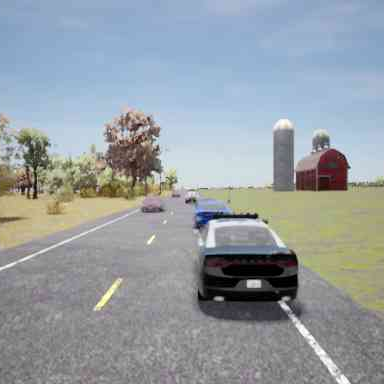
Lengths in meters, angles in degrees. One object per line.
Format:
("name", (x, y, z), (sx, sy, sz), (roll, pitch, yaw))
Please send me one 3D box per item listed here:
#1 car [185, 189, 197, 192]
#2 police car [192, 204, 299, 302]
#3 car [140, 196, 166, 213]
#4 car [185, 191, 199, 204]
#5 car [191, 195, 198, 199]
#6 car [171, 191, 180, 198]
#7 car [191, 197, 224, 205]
("car", (-0.010, 0.415, 59.437), (2.150, 2.045, 5.566), (0, 1, 0))
("police car", (1.048, 1.315, 8.210), (1.930, 1.638, 5.238), (0, 1, 0))
("car", (-3.599, 1.108, 31.176), (1.812, 1.442, 4.674), (0, 1, 0))
("car", (0.011, 0.960, 47.502), (1.895, 1.301, 4.718), (0, 1, 1))
("car", (1.044, 1.184, 24.101), (1.837, 1.490, 4.892), (0, 1, 0))
("car", (-3.514, 0.479, 72.420), (1.882, 1.535, 5.008), (0, 1, 0))
("car", (1.046, 1.237, 18.100), (1.882, 1.535, 5.008), (0, 1, 0))
